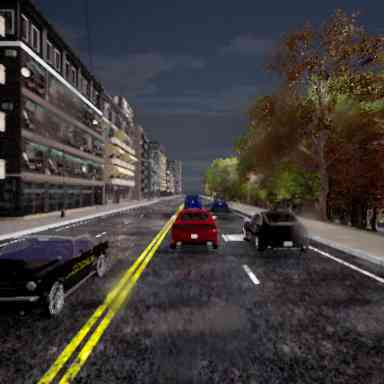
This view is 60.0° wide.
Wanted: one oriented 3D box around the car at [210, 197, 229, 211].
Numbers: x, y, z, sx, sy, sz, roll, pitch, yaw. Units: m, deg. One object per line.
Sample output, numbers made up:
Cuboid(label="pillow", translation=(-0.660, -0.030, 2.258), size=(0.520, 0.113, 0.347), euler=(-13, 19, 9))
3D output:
Cuboid(label="car", translation=(3.344, 1.447, 41.446), size=(2.097, 1.767, 4.553), euler=(0, 0, 0))

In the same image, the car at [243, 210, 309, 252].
Cuboid(label="car", translation=(3.336, 1.537, 13.928), size=(1.837, 1.490, 4.892), euler=(0, 0, 0))

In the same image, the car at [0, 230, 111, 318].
Cuboid(label="car", translation=(-3.330, 1.617, 7.554), size=(1.895, 1.301, 4.718), euler=(0, 0, 0))

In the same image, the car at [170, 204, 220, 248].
Cuboid(label="car", translation=(0.089, 1.510, 14.968), size=(1.882, 1.535, 5.008), euler=(0, 0, 0))

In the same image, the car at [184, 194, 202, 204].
Cuboid(label="car", translation=(0.094, 1.323, 43.581), size=(2.150, 2.045, 5.566), euler=(0, 0, 0))
